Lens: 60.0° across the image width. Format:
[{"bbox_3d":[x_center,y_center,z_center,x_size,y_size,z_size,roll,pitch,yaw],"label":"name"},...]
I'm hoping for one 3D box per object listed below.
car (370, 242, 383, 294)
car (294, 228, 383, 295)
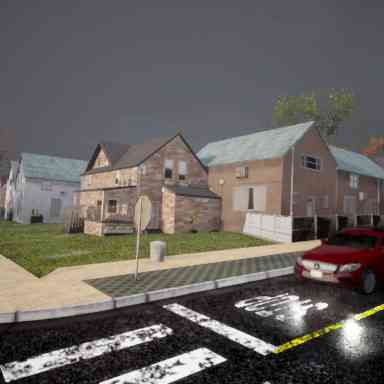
[{"bbox_3d":[6.011,1.737,6.818,5.357,1.411,2.033,2,-2,-37],"label":"car"},{"bbox_3d":[4.897,1.797,9.547,4.674,1.442,1.812,2,-2,-37],"label":"car"}]
